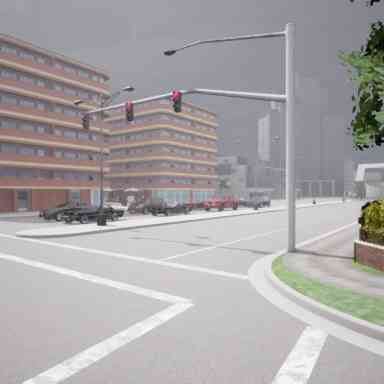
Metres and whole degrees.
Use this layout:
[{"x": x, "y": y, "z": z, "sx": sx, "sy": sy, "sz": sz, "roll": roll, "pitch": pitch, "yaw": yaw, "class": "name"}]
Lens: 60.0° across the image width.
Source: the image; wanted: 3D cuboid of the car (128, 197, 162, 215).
[{"x": -4.574, "y": 1.352, "z": 34.656, "sx": 2.097, "sy": 1.767, "sz": 4.553, "roll": 0, "pitch": 0, "yaw": 35, "class": "car"}]

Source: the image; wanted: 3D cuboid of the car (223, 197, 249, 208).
[{"x": 6.734, "y": 1.526, "z": 50.131, "sx": 1.812, "sy": 1.442, "sz": 4.674, "roll": 0, "pitch": 0, "yaw": 36, "class": "car"}]

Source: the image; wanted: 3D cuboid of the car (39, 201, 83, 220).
[{"x": -9.979, "y": 1.505, "z": 27.245, "sx": 1.837, "sy": 1.490, "sz": 4.892, "roll": 0, "pitch": 0, "yaw": 36, "class": "car"}]

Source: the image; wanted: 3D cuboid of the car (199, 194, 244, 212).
[{"x": 3.613, "y": 1.221, "z": 39.950, "sx": 2.150, "sy": 2.045, "sz": 5.566, "roll": 0, "pitch": 0, "yaw": 36, "class": "car"}]

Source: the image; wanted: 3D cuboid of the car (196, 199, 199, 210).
[{"x": 0.681, "y": 1.601, "z": 41.872, "sx": 1.895, "sy": 1.301, "sz": 4.718, "roll": 0, "pitch": 0, "yaw": 36, "class": "car"}]

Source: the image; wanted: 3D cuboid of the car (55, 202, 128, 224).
[{"x": -7.376, "y": 1.601, "z": 24.910, "sx": 1.895, "sy": 1.301, "sz": 4.718, "roll": 0, "pitch": 0, "yaw": 33, "class": "car"}]

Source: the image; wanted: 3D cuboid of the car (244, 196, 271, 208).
[{"x": 9.667, "y": 1.352, "z": 48.214, "sx": 2.097, "sy": 1.767, "sz": 4.553, "roll": 0, "pitch": 0, "yaw": 36, "class": "car"}]

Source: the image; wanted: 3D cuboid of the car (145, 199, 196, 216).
[{"x": -1.964, "y": 1.599, "z": 32.306, "sx": 1.895, "sy": 1.301, "sz": 4.718, "roll": 0, "pitch": 0, "yaw": 36, "class": "car"}]
